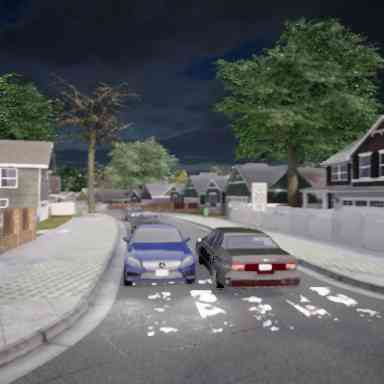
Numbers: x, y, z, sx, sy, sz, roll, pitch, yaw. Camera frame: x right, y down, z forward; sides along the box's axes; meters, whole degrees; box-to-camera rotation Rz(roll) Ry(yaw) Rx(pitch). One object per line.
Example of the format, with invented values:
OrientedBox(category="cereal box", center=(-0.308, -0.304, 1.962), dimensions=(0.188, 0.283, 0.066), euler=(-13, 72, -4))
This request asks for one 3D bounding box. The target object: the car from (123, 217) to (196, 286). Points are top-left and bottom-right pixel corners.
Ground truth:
OrientedBox(category="car", center=(-1.088, 1.699, 10.177), dimensions=(1.812, 1.442, 4.674), euler=(1, -1, -9))

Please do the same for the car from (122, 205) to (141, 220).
OrientedBox(category="car", center=(-5.882, 2.104, 33.148), dimensions=(2.128, 1.511, 4.902), euler=(1, -2, -16))

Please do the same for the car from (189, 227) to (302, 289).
OrientedBox(category="car", center=(1.299, 1.734, 9.735), dimensions=(2.033, 1.411, 5.357), euler=(1, -1, -7))

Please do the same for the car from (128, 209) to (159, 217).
OrientedBox(category="car", center=(-2.863, 1.976, 21.018), dimensions=(1.895, 1.301, 4.718), euler=(1, -1, -12))
